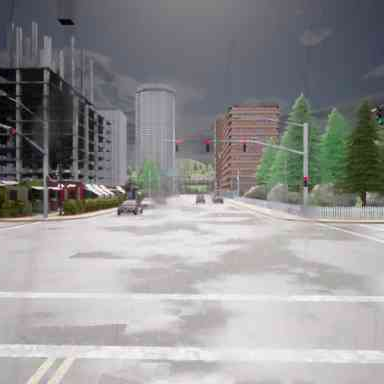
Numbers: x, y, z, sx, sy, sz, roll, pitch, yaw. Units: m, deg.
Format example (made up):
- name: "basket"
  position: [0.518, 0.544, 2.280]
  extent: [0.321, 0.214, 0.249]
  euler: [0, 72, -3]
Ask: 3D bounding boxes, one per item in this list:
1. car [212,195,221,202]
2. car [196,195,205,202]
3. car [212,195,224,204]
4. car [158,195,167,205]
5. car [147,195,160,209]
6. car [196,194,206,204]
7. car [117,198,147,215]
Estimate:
- name: "car"
  position: [5.418, 1.422, 74.654]
  extent: [1.895, 1.301, 4.718]
  euler: [0, 0, 1]
- name: "car"
  position: [1.918, 1.326, 74.708]
  extent: [1.837, 1.490, 4.892]
  euler: [0, 0, 1]
- name: "car"
  position: [5.203, 1.526, 65.757]
  extent: [1.812, 1.442, 4.674]
  euler: [0, 0, 1]
- name: "car"
  position: [-5.575, 1.355, 57.735]
  extent: [2.097, 1.767, 4.553]
  euler: [0, 0, 2]
- name: "car"
  position: [-5.900, 1.526, 44.866]
  extent: [1.812, 1.442, 4.674]
  euler: [0, 0, 2]
- name: "car"
  position: [1.697, 1.601, 65.523]
  extent: [1.895, 1.301, 4.718]
  euler: [0, 0, 1]
- name: "car"
  position: [-6.189, 1.526, 33.709]
  extent: [1.812, 1.442, 4.674]
  euler: [0, 0, 2]
